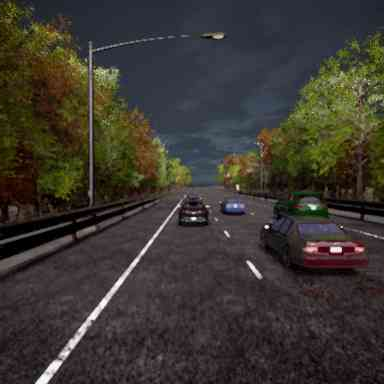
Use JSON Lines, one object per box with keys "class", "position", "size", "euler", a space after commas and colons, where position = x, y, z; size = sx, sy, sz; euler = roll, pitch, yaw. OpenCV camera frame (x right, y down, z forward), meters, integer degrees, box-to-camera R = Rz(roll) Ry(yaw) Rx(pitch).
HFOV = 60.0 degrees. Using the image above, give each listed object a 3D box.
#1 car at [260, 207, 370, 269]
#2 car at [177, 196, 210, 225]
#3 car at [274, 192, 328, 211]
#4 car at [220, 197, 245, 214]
{"class": "car", "position": [3.595, 1.461, 10.816], "size": [2.033, 1.411, 5.357], "euler": [0, 1, 0]}
{"class": "car", "position": [0.093, 1.267, 21.891], "size": [1.837, 1.490, 4.892], "euler": [0, 1, 0]}
{"class": "car", "position": [7.094, 0.979, 22.131], "size": [2.150, 2.045, 5.566], "euler": [0, 1, 0]}
{"class": "car", "position": [3.591, 1.176, 30.025], "size": [2.033, 1.411, 5.357], "euler": [0, 1, 0]}
